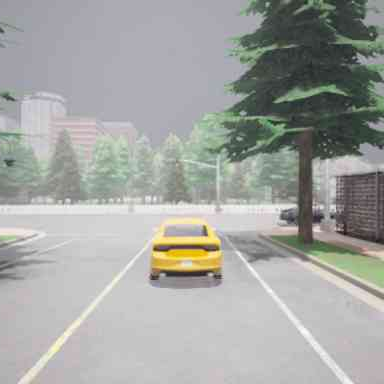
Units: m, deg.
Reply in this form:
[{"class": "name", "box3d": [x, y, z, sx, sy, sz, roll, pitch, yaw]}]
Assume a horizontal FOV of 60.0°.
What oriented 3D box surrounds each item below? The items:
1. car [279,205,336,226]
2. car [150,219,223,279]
[{"class": "car", "box3d": [8.991, 1.739, 24.729, 4.902, 1.511, 2.128, 0, -1, -4]}, {"class": "car", "box3d": [-0.218, 1.568, 10.373, 1.882, 1.535, 5.008, 0, 0, -2]}]
